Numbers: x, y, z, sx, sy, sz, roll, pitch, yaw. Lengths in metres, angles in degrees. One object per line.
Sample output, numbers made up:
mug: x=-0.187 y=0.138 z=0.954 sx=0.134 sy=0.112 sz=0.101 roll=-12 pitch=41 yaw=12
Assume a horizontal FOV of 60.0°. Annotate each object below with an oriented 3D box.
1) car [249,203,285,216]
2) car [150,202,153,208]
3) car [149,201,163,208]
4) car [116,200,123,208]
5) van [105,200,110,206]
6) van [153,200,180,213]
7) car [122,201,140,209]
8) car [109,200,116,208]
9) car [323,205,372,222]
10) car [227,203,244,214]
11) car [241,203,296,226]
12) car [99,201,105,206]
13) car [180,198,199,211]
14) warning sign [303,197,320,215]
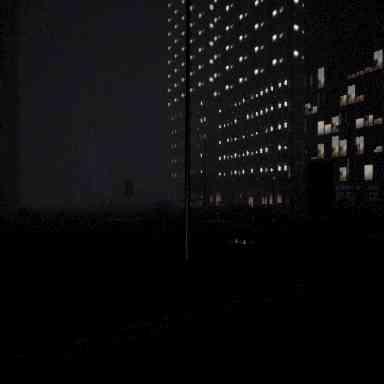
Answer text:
car: x=8.834 y=2.068 z=39.684 sx=1.947 sy=1.339 sz=4.313 roll=-1 pitch=-1 yaw=-26
car: x=-7.023 y=2.538 z=66.729 sx=1.882 sy=1.535 sz=5.008 roll=0 pitch=-1 yaw=-26
car: x=-8.213 y=2.808 z=75.171 sx=1.802 sy=1.307 sz=4.206 roll=-1 pitch=-1 yaw=-26
car: x=-13.259 y=2.602 z=66.321 sx=1.752 sy=1.417 sz=4.829 roll=-1 pitch=-1 yaw=-26
van: x=-18.206 y=2.634 z=76.615 sx=1.690 sy=1.788 sz=3.998 roll=-1 pitch=-1 yaw=-26
van: x=-3.595 y=2.005 z=46.198 sx=1.690 sy=1.788 sz=3.998 roll=-1 pitch=-1 yaw=-26
car: x=-10.897 y=2.525 z=61.404 sx=2.008 sy=1.369 sz=4.403 roll=-1 pitch=-1 yaw=-26
car: x=-15.768 y=2.731 z=71.544 sx=1.887 sy=1.381 sz=4.507 roll=-1 pitch=-1 yaw=-26
car: x=13.704 y=1.854 z=29.544 sx=2.008 sy=1.369 sz=4.403 roll=-1 pitch=-1 yaw=-26
car: x=6.398 y=2.168 z=44.754 sx=1.947 sy=1.339 sz=4.313 roll=-1 pitch=-1 yaw=-26
car: x=6.150 y=1.813 z=25.916 sx=2.008 sy=1.369 sz=4.403 roll=-1 pitch=-1 yaw=-26
car: x=-23.073 y=3.053 z=86.751 sx=1.887 sy=1.381 sz=4.507 roll=-1 pitch=-1 yaw=-26
car: x=-0.851 y=2.020 z=53.891 sx=2.150 sy=2.045 sz=5.566 roll=0 pitch=-1 yaw=-26
warning sign: x=13.068 y=1.544 z=36.424 sx=1.300 sy=1.860 sz=1.060 roll=1 pitch=-1 yaw=-26
